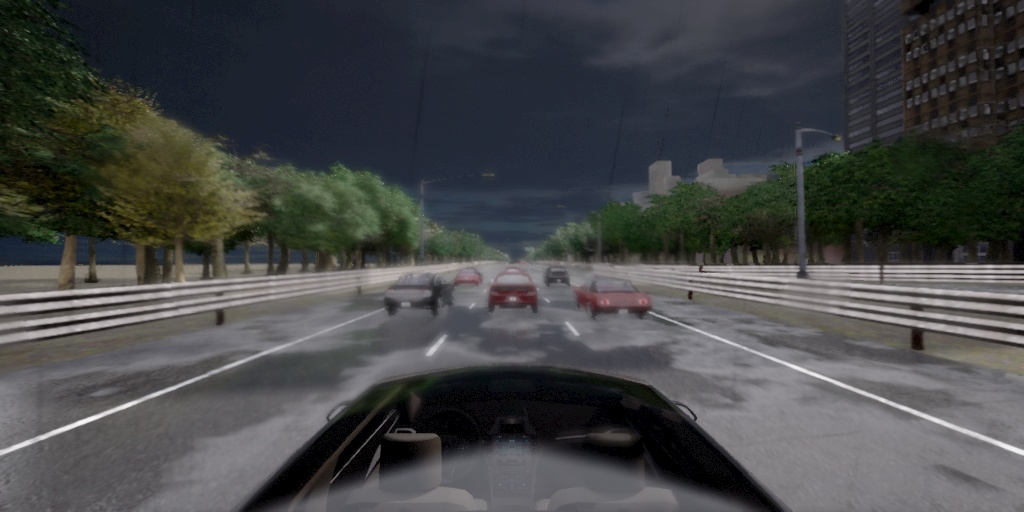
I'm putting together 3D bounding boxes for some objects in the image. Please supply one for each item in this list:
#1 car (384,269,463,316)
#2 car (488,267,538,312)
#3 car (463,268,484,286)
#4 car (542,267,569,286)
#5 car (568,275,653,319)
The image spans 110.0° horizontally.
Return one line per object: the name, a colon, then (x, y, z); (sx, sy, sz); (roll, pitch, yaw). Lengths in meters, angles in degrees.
car: (-3.454, 1.408, 14.161); (2.128, 1.511, 4.902); (0, -1, 0)
car: (0.056, 1.409, 15.338); (1.882, 1.535, 5.008); (0, 0, 1)
car: (-3.447, 1.670, 29.342); (1.994, 1.385, 4.181); (0, -1, 0)
car: (3.549, 1.609, 29.167); (1.837, 1.490, 4.892); (0, 0, 0)
car: (3.542, 1.509, 13.547); (1.895, 1.301, 4.718); (0, -1, 1)
